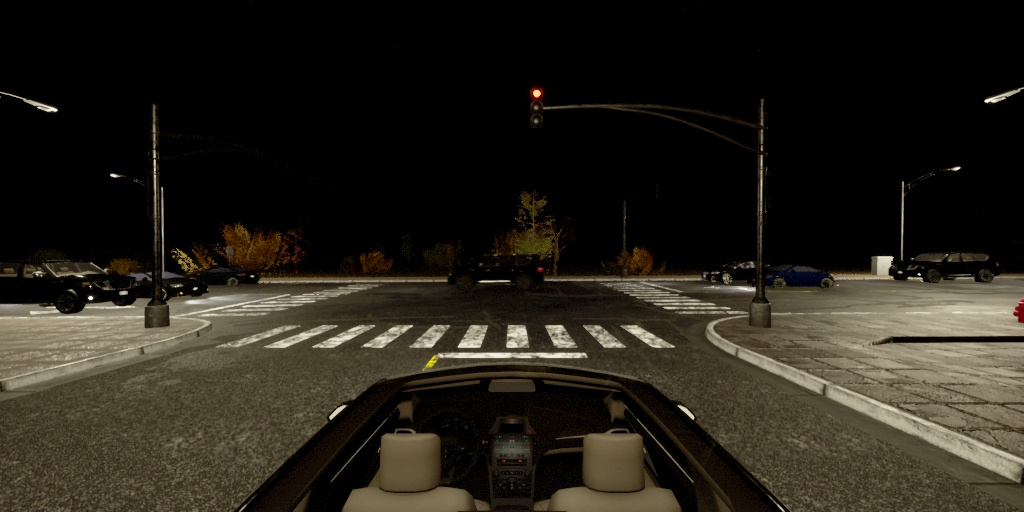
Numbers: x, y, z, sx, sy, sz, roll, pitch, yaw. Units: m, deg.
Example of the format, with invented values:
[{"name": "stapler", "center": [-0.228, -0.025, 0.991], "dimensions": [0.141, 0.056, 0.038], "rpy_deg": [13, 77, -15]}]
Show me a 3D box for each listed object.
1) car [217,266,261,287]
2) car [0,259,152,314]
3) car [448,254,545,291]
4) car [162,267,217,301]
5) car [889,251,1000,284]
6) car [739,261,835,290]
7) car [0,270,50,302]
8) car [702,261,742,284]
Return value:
[{"name": "car", "center": [-19.583, 1.366, 24.306], "dimensions": [4.181, 1.385, 1.994], "rpy_deg": [0, 1, 0]}, {"name": "car", "center": [-18.275, 1.140, 14.339], "dimensions": [5.566, 2.045, 2.150], "rpy_deg": [0, 1, 0]}, {"name": "car", "center": [-0.876, 0.930, 20.919], "dimensions": [5.566, 2.045, 2.150], "rpy_deg": [0, 0, 0]}, {"name": "car", "center": [-17.520, 1.437, 17.589], "dimensions": [4.181, 1.385, 1.994], "rpy_deg": [0, 1, 0]}, {"name": "car", "center": [28.710, 0.719, 23.919], "dimensions": [5.566, 2.045, 2.150], "rpy_deg": [0, 1, 1]}, {"name": "car", "center": [16.030, 1.178, 20.777], "dimensions": [4.181, 1.385, 1.994], "rpy_deg": [0, 1, 0]}, {"name": "car", "center": [-26.760, 1.482, 17.661], "dimensions": [5.357, 1.411, 2.033], "rpy_deg": [0, 1, 0]}, {"name": "car", "center": [15.374, 1.068, 24.031], "dimensions": [4.902, 1.511, 2.128], "rpy_deg": [0, 1, 0]}]
